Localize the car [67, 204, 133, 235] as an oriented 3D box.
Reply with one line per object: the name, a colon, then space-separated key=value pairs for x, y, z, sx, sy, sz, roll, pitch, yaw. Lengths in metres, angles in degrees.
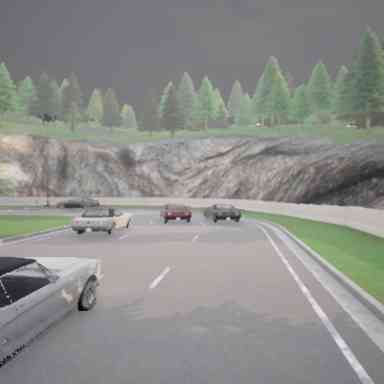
car: x=-4.771 y=1.539 z=18.390 sx=1.895 sy=1.301 sz=4.718 roll=0 pitch=0 yaw=6

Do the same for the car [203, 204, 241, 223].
car: x=2.105 y=1.527 z=25.036 sx=1.895 sy=1.301 sz=4.718 roll=0 pitch=0 yaw=-10

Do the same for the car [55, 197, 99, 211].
car: x=-13.007 y=1.358 z=37.865 sx=4.902 sy=1.511 sz=2.128 roll=0 pitch=0 yaw=6

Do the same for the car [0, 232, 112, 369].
car: x=-2.960 y=1.582 z=4.797 sx=1.895 sy=1.301 sz=4.718 roll=0 pitch=0 yaw=6

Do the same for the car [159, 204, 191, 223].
car: x=-1.378 y=1.522 z=25.037 sx=1.895 sy=1.301 sz=4.718 roll=0 pitch=0 yaw=-11
